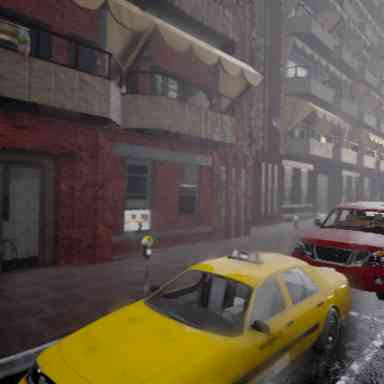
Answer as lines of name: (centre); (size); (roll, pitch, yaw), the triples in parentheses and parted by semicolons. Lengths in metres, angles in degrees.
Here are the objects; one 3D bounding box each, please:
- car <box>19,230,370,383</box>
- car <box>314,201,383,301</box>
car: (0.509, 1.471, 4.204); (1.752, 1.417, 4.829); (3, 2, 43)
car: (4.421, 1.207, 8.349); (2.192, 1.841, 5.009); (3, 2, 43)
